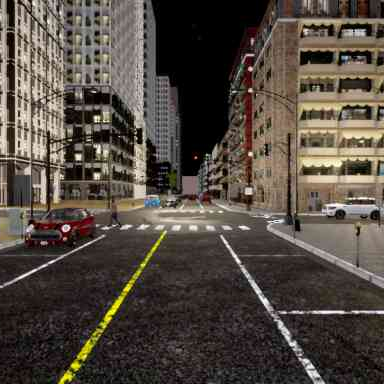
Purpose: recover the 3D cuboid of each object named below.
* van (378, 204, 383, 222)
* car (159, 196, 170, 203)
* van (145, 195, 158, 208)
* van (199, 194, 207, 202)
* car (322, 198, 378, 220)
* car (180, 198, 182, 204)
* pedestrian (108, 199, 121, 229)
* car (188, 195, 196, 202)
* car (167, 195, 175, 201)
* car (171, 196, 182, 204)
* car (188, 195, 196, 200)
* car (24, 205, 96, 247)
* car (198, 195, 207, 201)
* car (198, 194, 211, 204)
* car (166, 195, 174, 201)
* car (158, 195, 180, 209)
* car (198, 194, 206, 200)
[{"bbox_3d":[16.925,1.706,25.545,3.998,1.788,1.690,1,-1,0],"label":"van"},{"bbox_3d":[-5.705,1.550,69.315,1.752,1.417,4.829,0,0,0],"label":"car"},{"bbox_3d":[-5.701,1.352,47.281,1.690,1.788,3.998,0,0,0],"label":"van"},{"bbox_3d":[2.672,1.375,80.590,1.690,1.788,3.998,0,0,0],"label":"van"},{"bbox_3d":[15.280,1.546,31.473,5.566,2.045,2.150,1,0,-2],"label":"car"},{"bbox_3d":[-3.100,1.507,55.671,2.128,1.511,4.902,0,0,0],"label":"car"},{"bbox_3d":[-4.710,1.282,20.141,0.375,1.860,0.375,0,0,0],"label":"pedestrian"},{"bbox_3d":[-0.012,1.500,76.361,1.882,1.535,5.008,0,0,0],"label":"car"},{"bbox_3d":[-5.710,1.569,91.518,1.752,1.417,4.829,0,0,0],"label":"car"},{"bbox_3d":[-3.047,1.586,65.678,1.994,1.385,4.181,0,0,1],"label":"car"},{"bbox_3d":[-0.015,1.484,86.814,1.895,1.301,4.718,0,0,0],"label":"car"},{"bbox_3d":[-5.694,1.441,14.807,1.967,1.590,4.097,0,0,0],"label":"car"},{"bbox_3d":[2.672,1.589,86.140,2.008,1.369,4.403,0,0,0],"label":"car"},{"bbox_3d":[2.676,1.336,63.937,2.192,1.841,5.009,0,0,0],"label":"car"},{"bbox_3d":[-5.709,1.479,86.137,1.967,1.590,4.097,0,0,0],"label":"car"},{"bbox_3d":[-3.107,1.502,46.211,2.128,1.511,4.902,0,0,0],"label":"car"},{"bbox_3d":[2.670,1.359,91.691,2.192,1.841,5.009,0,0,0],"label":"car"}]
